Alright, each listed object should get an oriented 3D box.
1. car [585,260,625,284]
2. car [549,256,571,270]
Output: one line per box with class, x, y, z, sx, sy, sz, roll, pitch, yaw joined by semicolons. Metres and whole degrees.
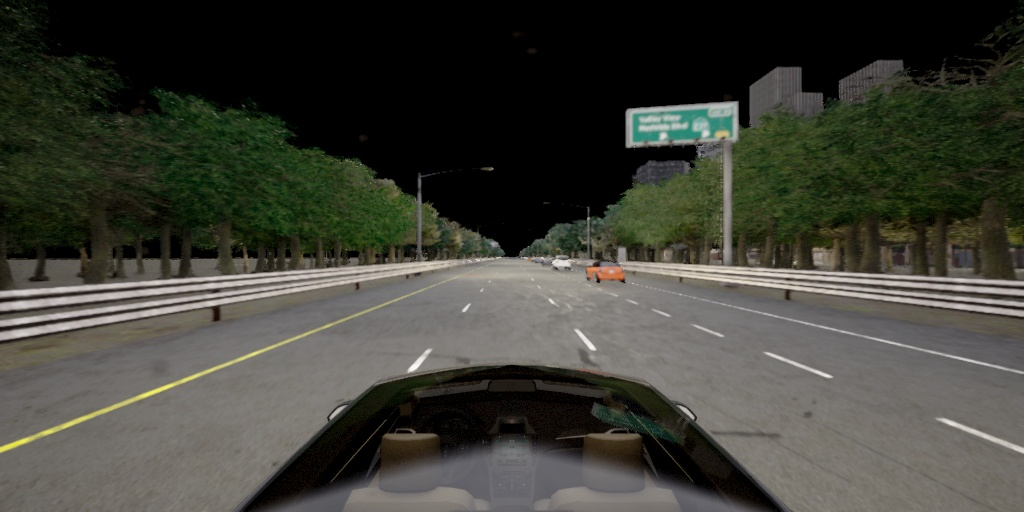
car;7.001;1.108;27.374;2.097;1.767;4.553;0;0;0
car;7.003;0.986;51.377;2.150;2.045;5.566;0;0;0
